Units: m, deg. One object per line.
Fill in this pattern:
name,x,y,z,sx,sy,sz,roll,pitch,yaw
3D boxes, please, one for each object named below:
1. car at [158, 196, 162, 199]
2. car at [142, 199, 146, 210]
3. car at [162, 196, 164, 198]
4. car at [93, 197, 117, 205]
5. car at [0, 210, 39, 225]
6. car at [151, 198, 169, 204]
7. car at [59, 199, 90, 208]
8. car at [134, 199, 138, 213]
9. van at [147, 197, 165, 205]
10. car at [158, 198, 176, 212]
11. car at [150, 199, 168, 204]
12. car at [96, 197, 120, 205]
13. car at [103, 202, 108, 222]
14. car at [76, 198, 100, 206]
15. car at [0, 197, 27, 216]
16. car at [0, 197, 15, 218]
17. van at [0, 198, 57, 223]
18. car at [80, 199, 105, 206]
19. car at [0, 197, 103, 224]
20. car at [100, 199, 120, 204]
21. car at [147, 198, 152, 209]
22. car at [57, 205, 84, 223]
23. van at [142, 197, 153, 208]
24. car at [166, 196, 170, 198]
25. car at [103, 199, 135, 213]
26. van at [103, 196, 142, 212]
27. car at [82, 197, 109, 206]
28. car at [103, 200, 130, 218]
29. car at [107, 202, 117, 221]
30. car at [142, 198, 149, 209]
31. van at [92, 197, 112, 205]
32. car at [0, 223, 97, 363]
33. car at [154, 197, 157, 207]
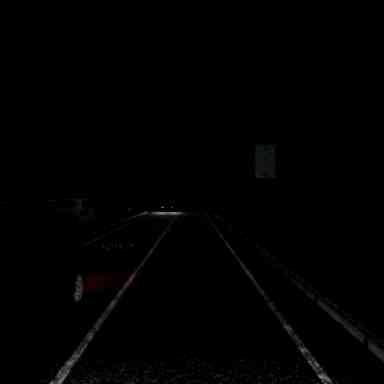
car,-8.964,1.919,63.010,5.566,2.045,2.435,0,-1,0
car,-8.912,1.953,43.385,4.792,1.488,2.163,0,-1,0
car,-8.971,1.954,65.813,5.566,2.045,2.435,0,-1,0
car,-22.157,2.207,84.809,5.566,2.045,2.435,0,-1,0
car,-8.856,1.591,12.555,4.892,1.521,2.231,0,-1,0
car,-9.101,2.564,93.848,4.792,1.488,2.163,0,0,0
car,-22.076,2.180,62.601,4.892,1.521,2.231,0,-1,0
car,-8.955,1.883,37.779,4.792,1.488,2.163,0,-1,0
van,-9.167,2.226,85.432,4.442,1.987,1.878,0,-1,0
car,-3.304,1.991,46.544,1.837,1.490,4.892,0,-1,0
car,-9.062,2.549,91.040,4.674,1.452,2.002,0,-1,0
car,-22.107,2.237,87.586,5.566,2.045,2.435,0,-1,0
car,-8.886,1.696,23.771,4.892,1.521,2.231,0,-1,0
car,-22.123,2.158,70.929,4.553,1.767,2.185,0,-1,0
car,-21.977,1.611,37.383,5.566,2.045,2.435,0,-1,0
car,-21.969,1.577,34.722,5.566,2.045,2.435,0,-1,0
van,-8.985,1.390,15.359,4.442,1.987,1.878,0,-1,0
car,-22.070,2.348,73.704,4.792,1.488,2.163,0,-1,0
car,-8.911,1.417,20.967,5.566,2.045,2.435,0,-1,0
car,-22.171,2.546,90.357,4.792,1.488,2.163,0,-1,0
car,-8.950,1.994,48.992,5.008,1.535,2.097,0,-1,0
car,-8.870,1.642,18.161,5.008,1.535,2.097,0,-1,0
van,-8.846,1.804,51.798,4.442,1.987,1.878,0,-1,0
car,-9.015,2.166,82.632,5.566,2.045,2.435,0,-1,0
car,-9.105,1.815,34.976,5.366,1.575,1.946,0,-1,0
van,-8.817,1.663,40.586,4.442,1.987,1.878,0,-1,0
car,-22.135,2.102,76.483,5.566,2.045,2.435,0,-1,0
car,-8.907,1.784,32.177,5.008,1.535,2.097,0,-1,0
car,-8.868,1.752,26.569,4.792,1.488,2.163,0,-1,0
car,-8.919,1.989,46.188,4.792,1.488,2.163,0,-1,0
van,-22.238,2.198,82.032,4.442,1.987,1.878,0,-1,0
car,-3.254,1.530,5.385,1.882,1.535,5.008,0,0,0
car,-8.946,1.974,57.402,4.553,1.767,2.185,0,-1,0
